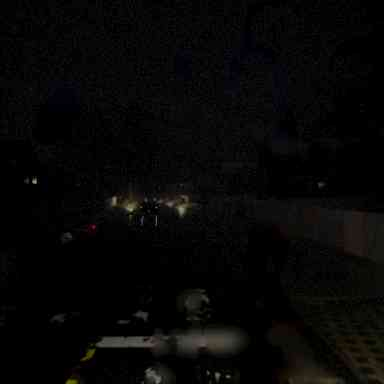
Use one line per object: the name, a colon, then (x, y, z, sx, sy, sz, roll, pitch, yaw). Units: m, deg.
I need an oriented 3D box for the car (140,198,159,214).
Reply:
car: (-4.506, 1.599, 35.401, 1.895, 1.301, 4.718, 0, 0, -5)

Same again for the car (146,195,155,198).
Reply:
car: (-7.609, 1.397, 60.591, 2.097, 1.767, 4.553, 0, 0, -9)

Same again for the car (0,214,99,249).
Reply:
car: (-6.815, 1.683, 14.365, 5.357, 1.411, 2.033, -3, 1, -19)
